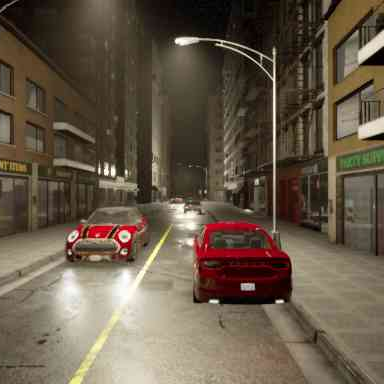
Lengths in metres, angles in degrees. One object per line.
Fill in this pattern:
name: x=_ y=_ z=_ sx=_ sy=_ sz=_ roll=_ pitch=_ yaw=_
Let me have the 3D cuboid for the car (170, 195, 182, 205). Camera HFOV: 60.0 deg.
car: x=-2.746 y=1.399 z=59.715 sx=2.097 sy=1.767 sz=4.553 roll=0 pitch=0 yaw=0

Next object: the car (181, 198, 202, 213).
car: x=0.080 y=1.619 z=36.636 sx=1.895 sy=1.301 sz=4.718 roll=0 pitch=0 yaw=0

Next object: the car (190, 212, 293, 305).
car: x=0.963 y=1.480 z=8.201 sx=1.882 sy=1.535 sz=5.008 roll=0 pitch=0 yaw=0

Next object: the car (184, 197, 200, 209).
car: x=0.030 y=1.521 z=46.711 sx=2.128 sy=1.511 sz=4.902 roll=0 pitch=0 yaw=0

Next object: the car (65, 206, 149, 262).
car: x=-2.849 y=1.354 z=12.064 sx=2.097 sy=1.767 sz=4.553 roll=0 pitch=0 yaw=0
